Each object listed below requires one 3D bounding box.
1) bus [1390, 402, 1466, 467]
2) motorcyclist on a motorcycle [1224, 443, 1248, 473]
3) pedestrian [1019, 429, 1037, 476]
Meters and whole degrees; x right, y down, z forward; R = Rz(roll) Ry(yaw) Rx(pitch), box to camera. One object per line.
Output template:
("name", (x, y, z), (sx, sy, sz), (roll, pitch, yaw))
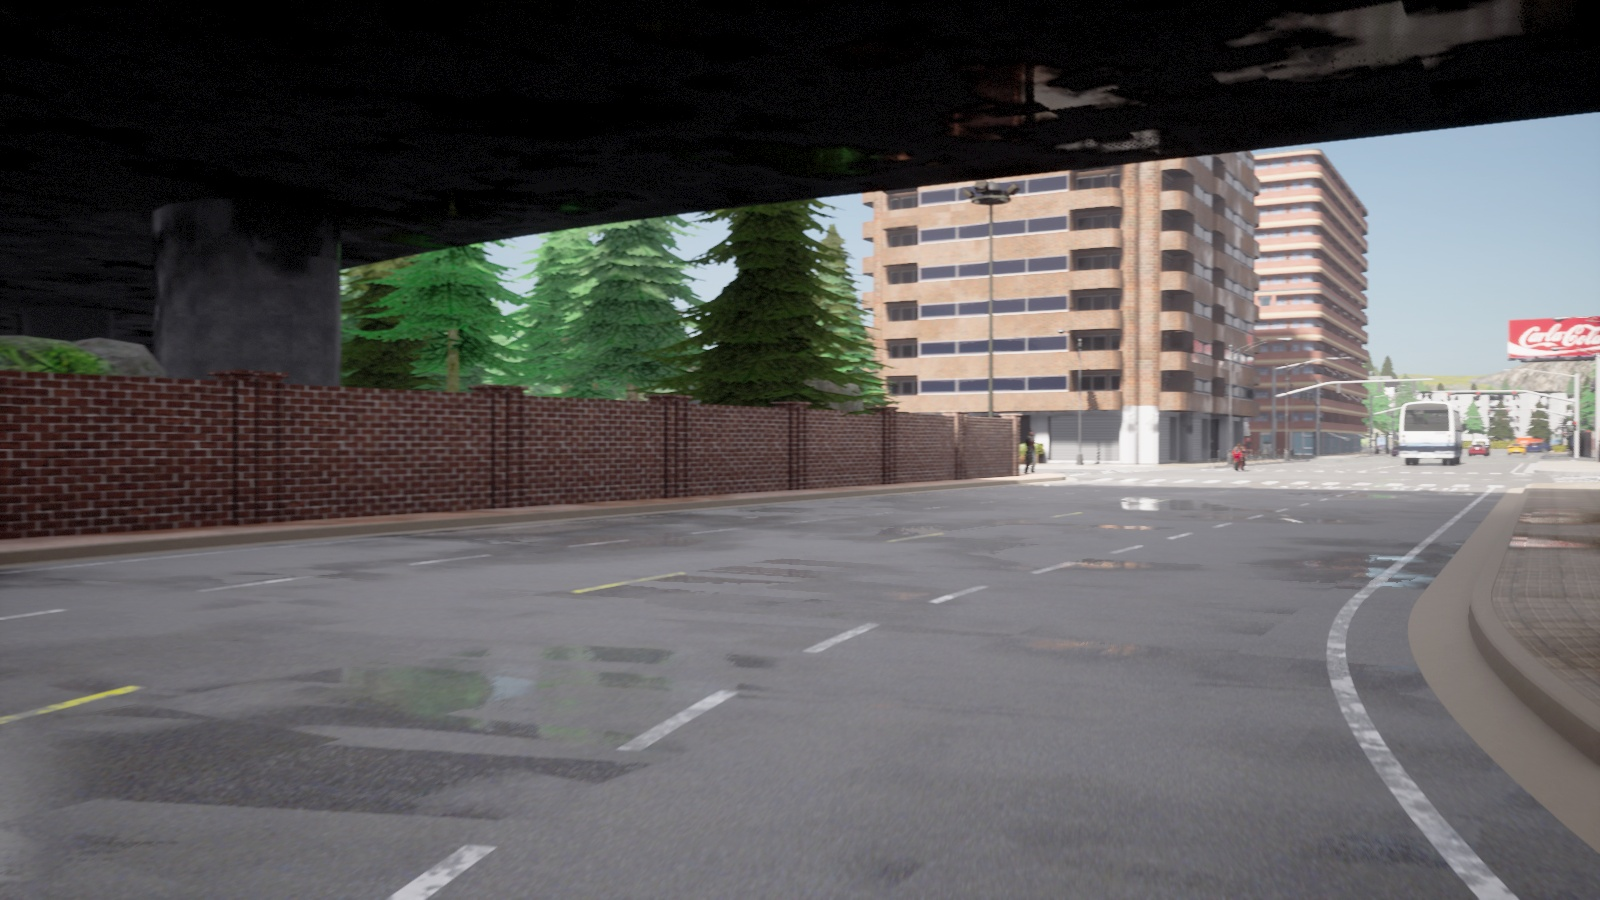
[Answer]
("bus", (43.582, -1.027, 86.955), (3.944, 4.253, 10.273), (0, 0, 31))
("motorcyclist on a motorcycle", (22.712, 0.403, 65.442), (0.797, 1.523, 2.044), (0, 0, 31))
("pedestrian", (9.364, 0.087, 51.552), (0.402, 1.930, 0.666), (0, 0, -25))
